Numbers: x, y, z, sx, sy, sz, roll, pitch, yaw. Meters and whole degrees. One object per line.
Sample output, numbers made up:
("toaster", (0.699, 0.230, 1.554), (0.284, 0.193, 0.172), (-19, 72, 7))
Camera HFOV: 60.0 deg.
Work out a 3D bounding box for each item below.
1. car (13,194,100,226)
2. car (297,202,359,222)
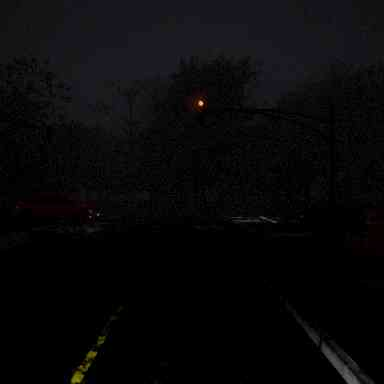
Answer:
("car", (-9.240, 1.192, 22.884), (5.566, 2.045, 2.150), (0, 0, 0))
("car", (10.908, 1.648, 26.397), (4.718, 1.301, 1.895), (0, 0, -1))
